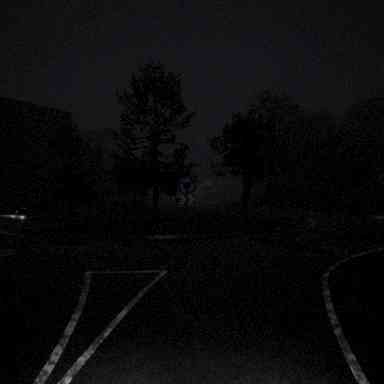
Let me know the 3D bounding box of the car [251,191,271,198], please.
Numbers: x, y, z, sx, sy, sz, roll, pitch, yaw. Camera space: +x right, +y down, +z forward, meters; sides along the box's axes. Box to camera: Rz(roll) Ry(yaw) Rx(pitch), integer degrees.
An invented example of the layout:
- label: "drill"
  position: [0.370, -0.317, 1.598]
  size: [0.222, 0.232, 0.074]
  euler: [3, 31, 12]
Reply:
- label: "car"
  position: [19.024, 0.944, 89.871]
  size: [4.553, 1.767, 2.185]
  euler: [0, 1, 0]

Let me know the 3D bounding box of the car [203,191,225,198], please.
- label: "car"
  position: [6.509, 0.823, 92.717]
  size: [5.566, 2.045, 2.435]
  euler: [0, 0, 0]

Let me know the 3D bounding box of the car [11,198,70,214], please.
- label: "car"
  position: [-13.864, 1.283, 31.020]
  size: [2.033, 1.411, 5.357]
  euler: [0, 1, 28]
